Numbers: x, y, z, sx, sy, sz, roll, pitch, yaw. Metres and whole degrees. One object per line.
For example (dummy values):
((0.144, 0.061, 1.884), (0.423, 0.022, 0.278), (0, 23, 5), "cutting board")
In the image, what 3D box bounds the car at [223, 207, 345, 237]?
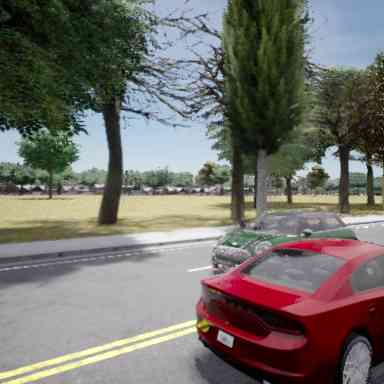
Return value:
((2.769, 1.351, 9.612), (4.553, 1.767, 2.097), (0, 0, -35), "car")

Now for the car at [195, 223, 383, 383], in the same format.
((2.384, 1.478, 5.141), (5.008, 1.535, 1.882), (0, 0, -36), "car")
